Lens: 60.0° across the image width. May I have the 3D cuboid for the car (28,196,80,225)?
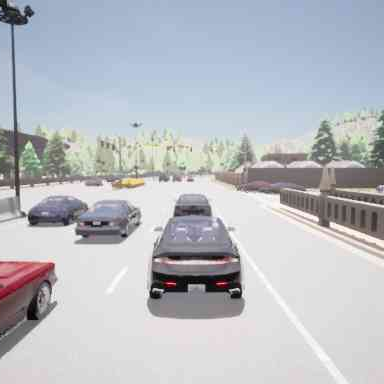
[{"bbox_3d":[-6.981,0.873,17.803,1.994,1.385,4.181,0,3,0],"label":"car"}]

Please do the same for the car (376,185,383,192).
[{"bbox_3d":[25.784,-0.582,41.877,4.674,1.442,1.812,0,3,1],"label":"car"}]

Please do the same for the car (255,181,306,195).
[{"bbox_3d":[10.468,-0.406,38.852,5.357,1.411,2.033,0,3,1],"label":"car"}]

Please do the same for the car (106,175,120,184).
[{"bbox_3d":[-17.883,-2.943,75.633,2.150,2.045,5.566,0,3,0],"label":"car"}]

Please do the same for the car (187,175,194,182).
[{"bbox_3d":[-0.445,-3.294,87.459,1.895,1.301,4.718,0,3,0],"label":"car"}]

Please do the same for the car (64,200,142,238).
[{"bbox_3d":[-3.467,1.044,14.626,2.033,1.411,5.357,0,3,0],"label":"car"}]

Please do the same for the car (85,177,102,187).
[{"bbox_3d":[-17.859,-1.893,60.305,2.097,1.767,4.553,0,3,0],"label":"car"}]

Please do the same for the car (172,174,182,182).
[{"bbox_3d":[-3.943,-3.642,87.003,2.150,2.045,5.566,0,3,0],"label":"car"}]

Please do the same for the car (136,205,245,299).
[{"bbox_3d":[0.067,1.324,8.043,2.128,1.511,4.902,0,2,0],"label":"car"}]

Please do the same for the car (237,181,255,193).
[{"bbox_3d":[8.139,-0.669,42.847,4.674,1.442,1.812,1,4,10],"label":"car"}]

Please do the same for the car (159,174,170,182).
[{"bbox_3d":[-7.443,-3.641,86.984,2.150,2.045,5.566,0,3,0],"label":"car"}]

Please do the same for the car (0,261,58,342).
[{"bbox_3d":[-3.418,1.548,4.091,1.895,1.301,4.718,0,1,0],"label":"car"}]

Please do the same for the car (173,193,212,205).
[{"bbox_3d":[0.024,0.809,17.464,1.882,1.535,5.008,0,3,-1],"label":"car"}]

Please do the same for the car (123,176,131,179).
[{"bbox_3d":[-17.969,-3.932,91.890,1.812,1.442,4.674,0,3,0],"label":"car"}]
